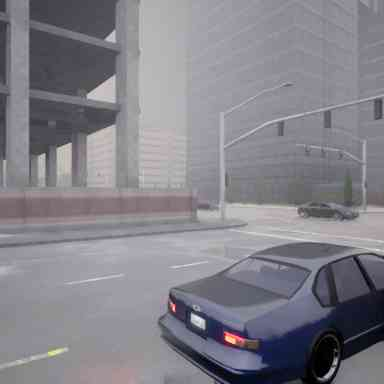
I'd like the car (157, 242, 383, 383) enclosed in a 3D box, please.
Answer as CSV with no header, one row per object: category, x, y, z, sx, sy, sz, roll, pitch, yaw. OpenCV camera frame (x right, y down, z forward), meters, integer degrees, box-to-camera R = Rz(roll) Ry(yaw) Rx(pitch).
car,2.123,1.547,5.303,5.357,1.411,2.033,0,0,-35

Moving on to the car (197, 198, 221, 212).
car,1.843,1.492,39.055,2.128,1.511,4.902,0,0,-36

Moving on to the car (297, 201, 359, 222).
car,10.812,1.507,26.710,1.837,1.490,4.892,0,-1,-36
